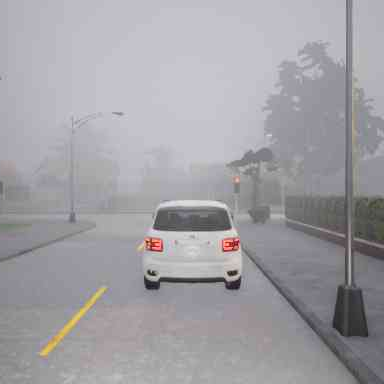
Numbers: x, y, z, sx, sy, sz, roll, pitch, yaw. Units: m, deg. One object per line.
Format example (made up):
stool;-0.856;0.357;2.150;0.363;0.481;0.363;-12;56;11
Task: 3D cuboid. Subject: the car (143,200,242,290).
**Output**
car;0.026;1.221;9.227;2.150;2.045;5.566;0;0;0
